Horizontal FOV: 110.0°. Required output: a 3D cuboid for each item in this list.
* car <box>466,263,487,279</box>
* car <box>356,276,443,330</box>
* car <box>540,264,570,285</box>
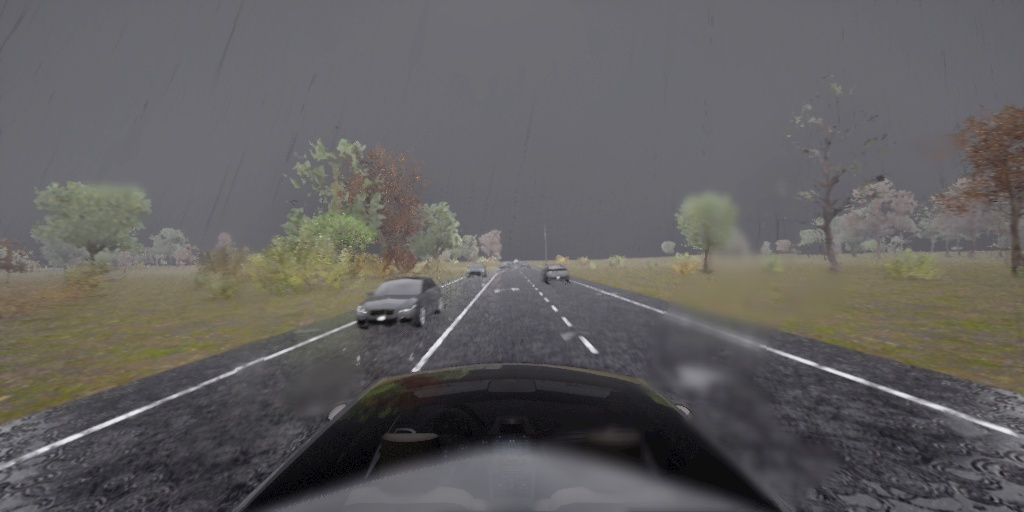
[{"bbox_3d":[-3.908,1.551,40.107,2.097,1.767,4.553,-2,-1,-1],"label":"car"},{"bbox_3d":[-3.585,1.460,12.203,1.837,1.490,4.892,-2,0,-1],"label":"car"},{"bbox_3d":[3.279,1.373,28.042,2.128,1.511,4.902,-2,-1,-1],"label":"car"}]
